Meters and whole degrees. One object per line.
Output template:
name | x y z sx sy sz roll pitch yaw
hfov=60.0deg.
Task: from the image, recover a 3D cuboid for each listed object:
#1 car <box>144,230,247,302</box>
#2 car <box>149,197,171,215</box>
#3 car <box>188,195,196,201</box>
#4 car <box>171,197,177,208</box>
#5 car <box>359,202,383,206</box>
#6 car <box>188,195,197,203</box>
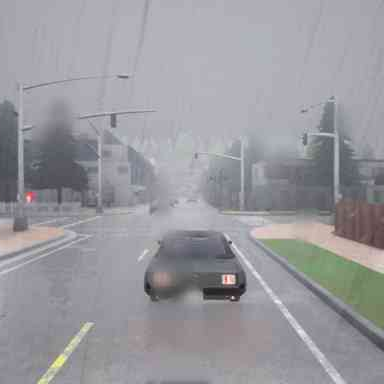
car | 0.070 1.601 8.225 1.895 1.301 4.718 0 0 0
car | -3.316 1.478 33.721 1.882 1.535 5.008 0 0 -5
car | 0.017 1.478 81.492 1.882 1.535 5.008 0 0 0
car | -3.585 1.507 48.424 1.837 1.490 4.892 0 0 0
car | 15.305 1.582 29.288 4.718 1.301 1.895 0 0 -8
car | 0.018 1.595 71.456 1.895 1.301 4.718 0 0 0
